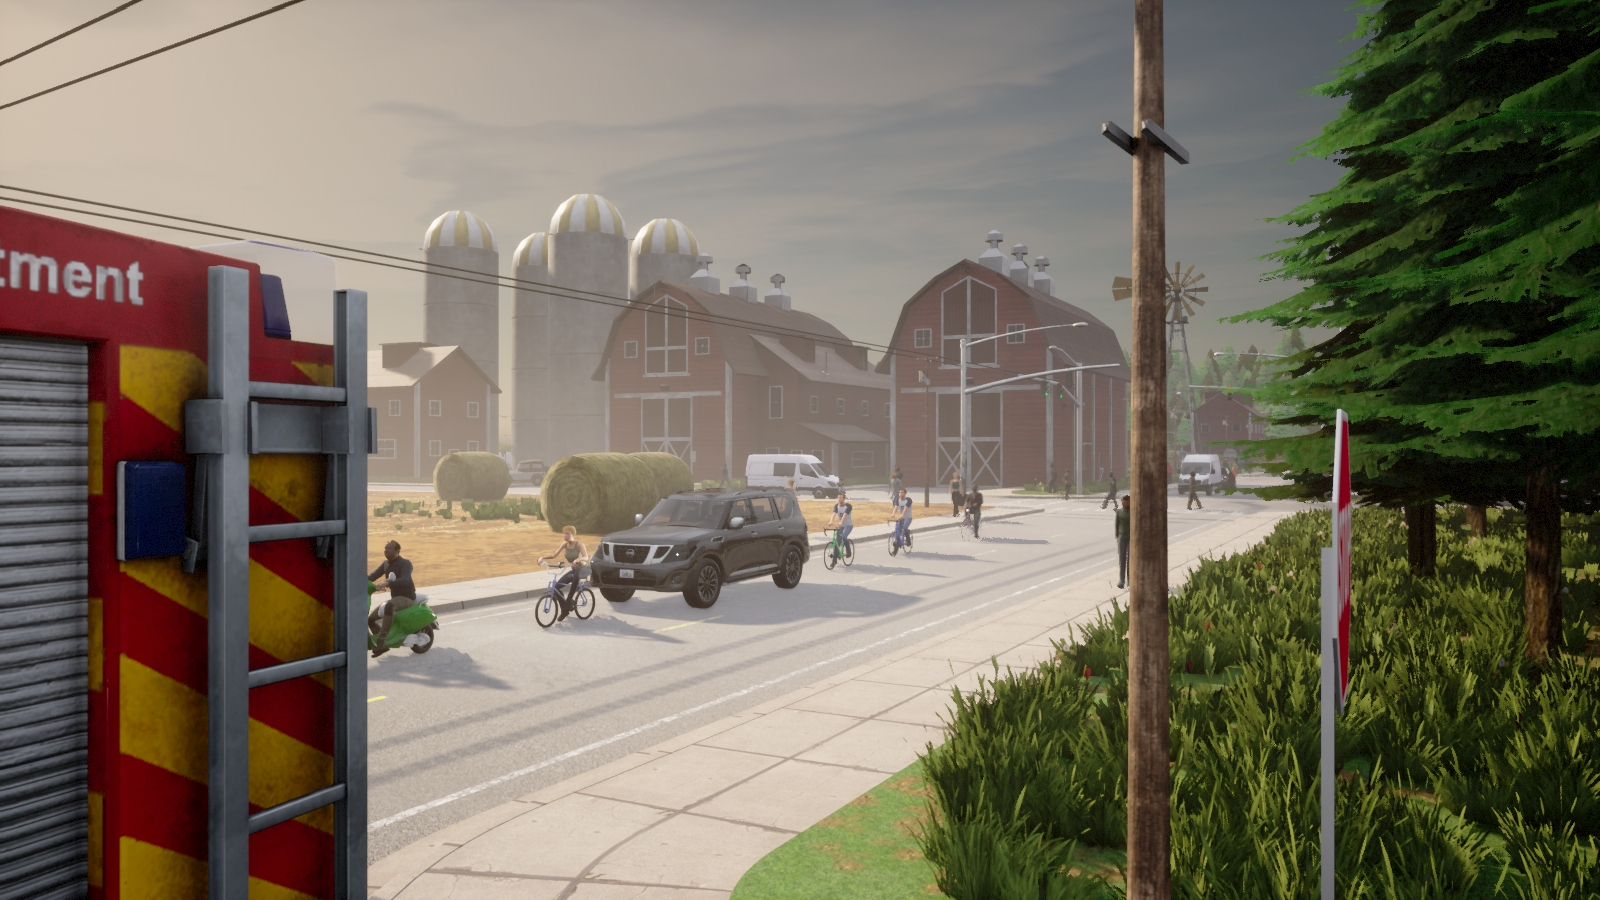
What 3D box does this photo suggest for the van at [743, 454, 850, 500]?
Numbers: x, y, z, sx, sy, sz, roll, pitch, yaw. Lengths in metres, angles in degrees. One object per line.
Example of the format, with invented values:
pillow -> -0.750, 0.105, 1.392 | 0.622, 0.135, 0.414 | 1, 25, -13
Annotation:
van -> -0.217, 1.504, 65.699 | 5.915, 2.561, 1.988 | 0, 0, 27

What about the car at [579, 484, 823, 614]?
car -> -1.735, 1.779, 22.475 | 2.150, 2.045, 5.566 | 0, 0, 27

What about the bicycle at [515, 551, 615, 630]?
bicycle -> -3.810, 2.256, 18.631 | 0.859, 1.080, 1.487 | 0, 0, 28

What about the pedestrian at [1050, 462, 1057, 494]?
pedestrian -> 15.152, 1.664, 68.202 | 0.375, 1.860, 0.375 | 0, 0, 17

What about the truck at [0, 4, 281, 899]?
truck -> -6.060, 0.867, 3.673 | 8.468, 3.827, 2.891 | 0, 0, 21

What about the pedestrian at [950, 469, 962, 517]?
pedestrian -> 6.162, 1.695, 45.198 | 0.375, 1.860, 0.375 | 0, 0, 22

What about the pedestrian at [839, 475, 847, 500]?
pedestrian -> 2.214, 1.951, 59.290 | 0.375, 1.300, 0.375 | 0, 0, 8

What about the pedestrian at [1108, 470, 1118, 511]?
pedestrian -> 14.399, 1.846, 52.627 | 0.375, 1.860, 0.375 | 0, 0, 28

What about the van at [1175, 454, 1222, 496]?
van -> 25.720, 1.534, 73.539 | 1.988, 2.561, 5.915 | 0, 0, 28

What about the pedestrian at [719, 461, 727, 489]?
pedestrian -> -5.161, 1.669, 76.847 | 0.375, 1.860, 0.375 | 0, 0, 32

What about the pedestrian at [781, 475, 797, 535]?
pedestrian -> -0.342, 1.696, 35.489 | 0.375, 1.860, 0.375 | 0, 0, 17

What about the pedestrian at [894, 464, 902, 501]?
pedestrian -> 4.995, 1.670, 58.269 | 0.375, 1.860, 0.375 | 0, 0, 17

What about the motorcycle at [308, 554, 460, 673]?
motorcycle -> -5.551, 2.142, 15.363 | 0.856, 1.316, 1.805 | 0, 0, 28

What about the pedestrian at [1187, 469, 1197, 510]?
pedestrian -> 18.169, 1.836, 52.976 | 0.375, 1.860, 0.375 | 0, 0, 28

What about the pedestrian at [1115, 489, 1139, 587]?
pedestrian -> 6.340, 1.696, 22.160 | 0.375, 1.860, 0.375 | 0, 0, 28

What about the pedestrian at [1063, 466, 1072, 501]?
pedestrian -> 14.619, 1.824, 62.481 | 0.375, 1.860, 0.375 | 0, 0, 30

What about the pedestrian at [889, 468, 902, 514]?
pedestrian -> 3.944, 1.679, 47.064 | 0.375, 1.860, 0.375 | 0, 0, -42
